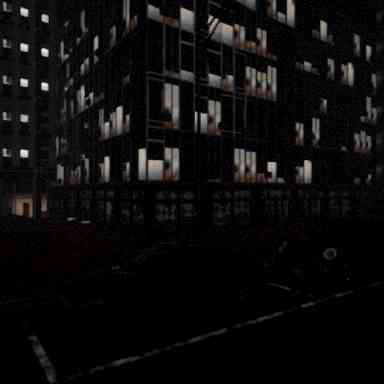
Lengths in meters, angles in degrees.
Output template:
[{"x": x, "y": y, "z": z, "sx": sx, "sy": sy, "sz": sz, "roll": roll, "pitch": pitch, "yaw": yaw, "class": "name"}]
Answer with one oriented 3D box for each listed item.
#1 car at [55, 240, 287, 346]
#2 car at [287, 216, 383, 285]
[{"x": -0.338, "y": 1.613, "z": 6.327, "sx": 4.206, "sy": 1.307, "sz": 1.802, "roll": 1, "pitch": -1, "yaw": -35, "class": "car"}, {"x": 4.291, "y": 1.526, "z": 9.628, "sx": 4.097, "sy": 1.590, "sz": 1.967, "roll": 1, "pitch": -1, "yaw": -35, "class": "car"}]
